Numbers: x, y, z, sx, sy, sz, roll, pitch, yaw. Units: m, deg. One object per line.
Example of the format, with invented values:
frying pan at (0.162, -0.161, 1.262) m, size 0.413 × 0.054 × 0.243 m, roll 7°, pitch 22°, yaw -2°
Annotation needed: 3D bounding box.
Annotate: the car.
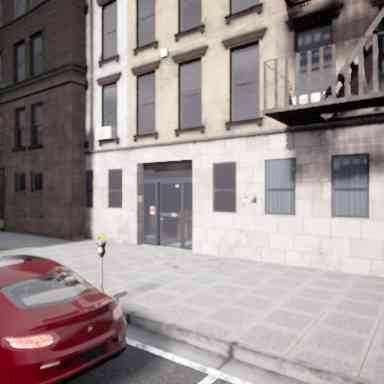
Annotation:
car at (-2.749, 1.587, 4.781) m, size 4.206 × 1.307 × 1.802 m, roll 0°, pitch 0°, yaw 36°
